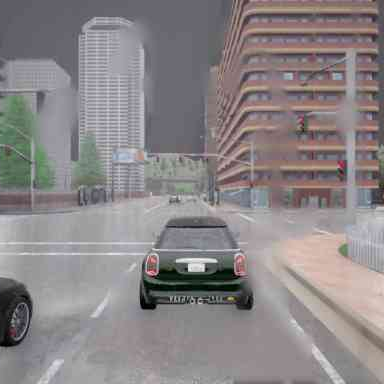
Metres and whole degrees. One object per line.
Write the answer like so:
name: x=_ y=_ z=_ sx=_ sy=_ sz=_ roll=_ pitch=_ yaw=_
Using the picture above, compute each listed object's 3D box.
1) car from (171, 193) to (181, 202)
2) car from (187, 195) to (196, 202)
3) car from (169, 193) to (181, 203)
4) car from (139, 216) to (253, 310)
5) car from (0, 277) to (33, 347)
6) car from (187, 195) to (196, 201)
car: x=-3.668 y=1.219 z=76.127 sx=2.150 sy=2.045 sz=5.566 roll=0 pitch=0 yaw=0
car: x=-0.168 y=1.519 z=76.386 sx=1.812 sy=1.442 sz=4.674 roll=0 pitch=0 yaw=0
car: x=-3.546 y=1.492 z=66.126 sx=2.128 sy=1.511 sz=4.902 roll=0 pitch=0 yaw=0
car: x=0.096 y=1.352 z=7.978 sx=2.097 sy=1.767 sz=4.553 roll=0 pitch=0 yaw=1
car: x=-3.433 y=1.526 z=3.358 sx=1.812 sy=1.442 sz=4.674 roll=0 pitch=0 yaw=0
car: x=-0.188 y=1.507 z=85.386 sx=2.128 sy=1.511 sz=4.902 roll=0 pitch=0 yaw=0
